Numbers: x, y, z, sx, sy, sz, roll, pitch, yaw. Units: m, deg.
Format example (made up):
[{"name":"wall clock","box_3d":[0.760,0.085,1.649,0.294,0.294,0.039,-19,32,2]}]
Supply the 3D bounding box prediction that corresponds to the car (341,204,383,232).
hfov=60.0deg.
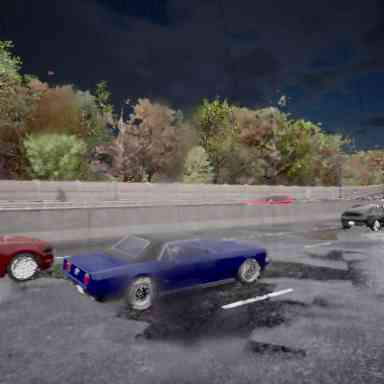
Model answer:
[{"name":"car","box_3d":[10.950,1.517,20.157,4.892,1.490,1.837,0,0,-36]}]

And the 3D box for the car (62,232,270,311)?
[{"name":"car","box_3d":[-0.362,1.601,7.786,4.718,1.301,1.895,0,0,-36]}]

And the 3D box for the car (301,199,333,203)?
[{"name":"car","box_3d":[15.938,1.605,41.128,4.181,1.385,1.994,0,0,-35]}]

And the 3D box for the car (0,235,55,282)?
[{"name":"car","box_3d":[-6.008,1.477,8.058,5.008,1.535,1.882,0,0,-36]}]

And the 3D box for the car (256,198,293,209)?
[{"name":"car","box_3d":[11.654,1.588,46.665,5.357,1.411,2.033,0,0,-35]}]

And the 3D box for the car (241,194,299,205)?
[{"name":"car","box_3d":[6.866,1.240,30.380,5.566,2.045,2.150,1,0,-35]}]

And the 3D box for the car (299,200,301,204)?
[{"name":"car","box_3d":[13.204,1.604,43.482,4.181,1.385,1.994,0,0,-35]}]
